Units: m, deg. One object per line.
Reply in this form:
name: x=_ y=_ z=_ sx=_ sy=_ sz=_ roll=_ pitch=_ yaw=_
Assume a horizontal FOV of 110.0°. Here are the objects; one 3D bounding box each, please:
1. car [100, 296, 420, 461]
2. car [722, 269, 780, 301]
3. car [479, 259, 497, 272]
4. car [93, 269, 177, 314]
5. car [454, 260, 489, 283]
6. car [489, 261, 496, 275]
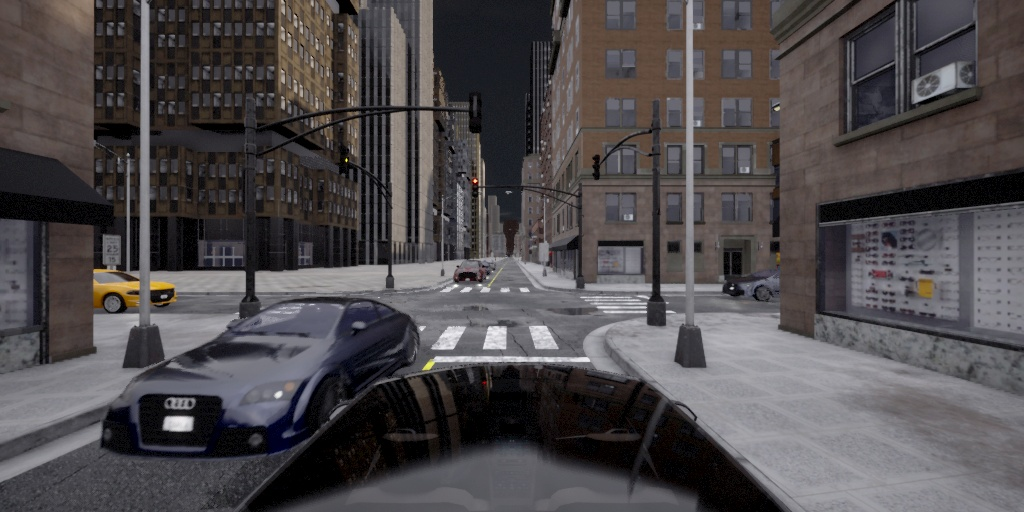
car: x=-2.844 y=1.314 z=5.190 sx=1.994 sy=1.385 sz=4.181 roll=0 pitch=0 yaw=4
car: x=12.218 y=1.311 z=16.687 sx=4.181 sy=1.385 sz=1.994 roll=0 pitch=0 yaw=-1
car: x=-3.189 y=1.238 z=48.492 sx=2.128 sy=1.511 sz=4.902 roll=0 pitch=0 yaw=0
car: x=-15.369 y=1.231 z=13.247 sx=5.008 sy=1.535 sz=1.882 roll=0 pitch=0 yaw=0
car: x=-3.159 y=1.101 z=27.816 sx=2.097 sy=1.767 sz=4.553 roll=0 pitch=0 yaw=0
car: x=-3.175 y=1.295 z=38.075 sx=2.033 sy=1.411 sz=5.357 roll=0 pitch=0 yaw=0
